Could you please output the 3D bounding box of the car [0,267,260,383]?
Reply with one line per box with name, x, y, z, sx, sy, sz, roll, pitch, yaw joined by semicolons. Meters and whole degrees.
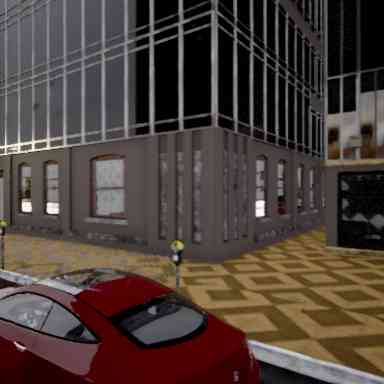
car;-1.318;1.560;3.811;4.206;1.307;1.802;0;0;35
